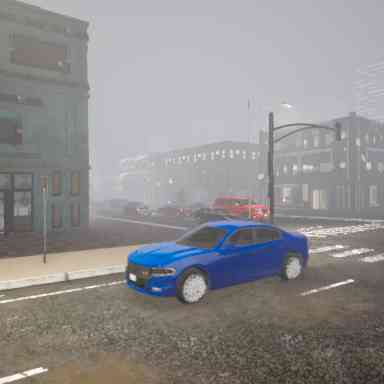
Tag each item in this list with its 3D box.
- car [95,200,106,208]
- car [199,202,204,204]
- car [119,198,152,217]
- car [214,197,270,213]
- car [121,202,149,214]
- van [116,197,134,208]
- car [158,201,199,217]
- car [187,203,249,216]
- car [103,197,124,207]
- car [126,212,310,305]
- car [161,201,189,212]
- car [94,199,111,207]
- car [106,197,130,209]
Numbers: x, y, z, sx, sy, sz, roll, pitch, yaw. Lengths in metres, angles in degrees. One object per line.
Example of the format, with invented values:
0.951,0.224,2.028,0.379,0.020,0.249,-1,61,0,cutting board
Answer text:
-17.429,2.253,62.820,1.895,1.301,4.718,-1,0,-35,car
0.775,1.903,41.643,1.802,1.307,4.206,-2,0,-35,car
-6.060,1.846,36.788,1.967,1.590,4.097,-1,0,-35,car
3.933,1.445,27.199,2.150,2.045,5.566,-1,0,-35,car
-7.432,2.011,43.235,1.994,1.385,4.181,-1,0,-35,car
-12.049,1.906,59.694,1.690,1.788,3.998,-1,0,-35,van
-1.718,1.937,35.168,1.895,1.301,4.718,-1,0,-35,car
1.878,1.814,25.404,1.947,1.339,4.313,-1,0,-35,car
-15.254,1.939,64.207,2.192,1.841,5.009,-1,0,-35,car
0.825,1.476,8.261,5.008,1.535,1.882,0,0,-35,car
-2.429,1.965,46.155,1.802,1.307,4.206,-2,0,-35,car
-18.453,2.227,68.720,1.887,1.381,4.507,-1,0,-35,car
-11.942,1.904,55.087,2.097,1.767,4.553,-1,0,-35,car
